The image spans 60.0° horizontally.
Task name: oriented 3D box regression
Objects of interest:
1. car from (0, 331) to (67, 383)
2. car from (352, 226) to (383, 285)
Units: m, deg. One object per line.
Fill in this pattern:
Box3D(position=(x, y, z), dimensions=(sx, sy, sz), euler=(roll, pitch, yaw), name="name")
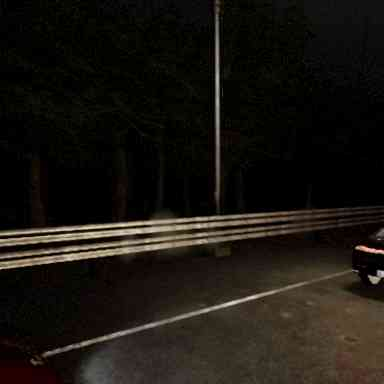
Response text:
Box3D(position=(-3.127, 1.526, 1.639), dimensions=(4.792, 1.488, 2.163), euler=(-1, 1, -35), name="car")
Box3D(position=(5.807, 1.407, 8.011), dimensions=(4.902, 1.511, 2.128), euler=(-1, 0, -36), name="car")
